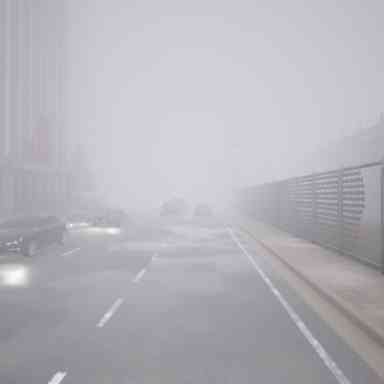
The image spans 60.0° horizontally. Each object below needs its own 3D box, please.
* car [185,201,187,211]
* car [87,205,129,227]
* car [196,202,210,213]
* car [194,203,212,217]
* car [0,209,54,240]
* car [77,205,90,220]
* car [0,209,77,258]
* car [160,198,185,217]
[{"bbox_3d":[-1.928,1.803,47.021,2.150,2.045,5.566,0,-1,2],"label":"car"},{"bbox_3d":[-6.192,1.876,25.624,1.994,1.385,4.181,0,-1,2],"label":"car"},{"bbox_3d":[1.599,2.195,47.663,1.895,1.301,4.718,0,-1,2],"label":"car"},{"bbox_3d":[1.291,2.033,37.626,1.994,1.385,4.181,0,-1,2],"label":"car"},{"bbox_3d":[-9.962,1.793,19.363,1.994,1.385,4.181,0,-1,2],"label":"car"},{"bbox_3d":[-9.585,1.917,30.676,2.033,1.411,5.357,0,-1,2],"label":"car"},{"bbox_3d":[-6.688,1.665,13.666,1.837,1.490,4.892,0,0,2],"label":"car"},{"bbox_3d":[-2.242,1.807,36.828,2.097,1.767,4.553,0,-1,2],"label":"car"}]
